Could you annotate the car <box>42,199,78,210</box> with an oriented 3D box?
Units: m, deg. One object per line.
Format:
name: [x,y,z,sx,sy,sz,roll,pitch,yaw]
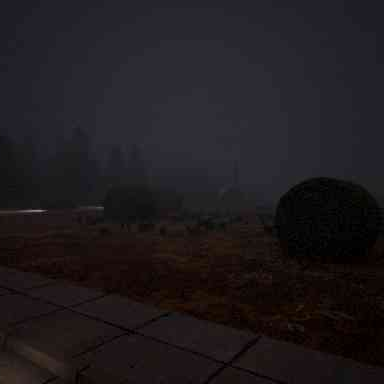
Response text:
car: [-16.737,1.555,42.309,1.994,1.385,4.181,0,0,37]
